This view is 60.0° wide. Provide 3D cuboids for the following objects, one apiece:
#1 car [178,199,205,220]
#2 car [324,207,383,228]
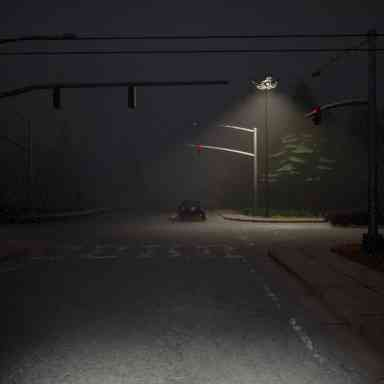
[{"bbox_3d":[-0.072,1.430,29.224,2.097,1.767,4.553,0,0,-4],"label":"car"},{"bbox_3d":[11.368,1.627,22.100,4.718,1.301,1.895,0,0,1],"label":"car"}]
